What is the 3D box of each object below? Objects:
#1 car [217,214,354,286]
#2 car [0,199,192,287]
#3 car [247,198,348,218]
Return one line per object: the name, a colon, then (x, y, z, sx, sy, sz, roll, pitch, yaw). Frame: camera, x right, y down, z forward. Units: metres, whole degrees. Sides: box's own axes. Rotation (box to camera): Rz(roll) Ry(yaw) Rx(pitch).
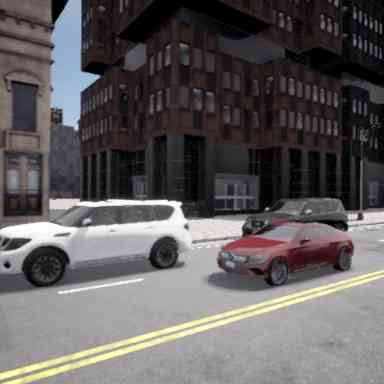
car: (2.871, 1.572, 9.656, 4.674, 1.442, 1.812, 1, 0, -35)
car: (-2.617, 1.246, 9.755, 5.566, 2.045, 2.150, 1, -1, -35)
car: (4.791, 1.296, 14.961, 5.566, 2.045, 2.150, 0, 0, -35)
